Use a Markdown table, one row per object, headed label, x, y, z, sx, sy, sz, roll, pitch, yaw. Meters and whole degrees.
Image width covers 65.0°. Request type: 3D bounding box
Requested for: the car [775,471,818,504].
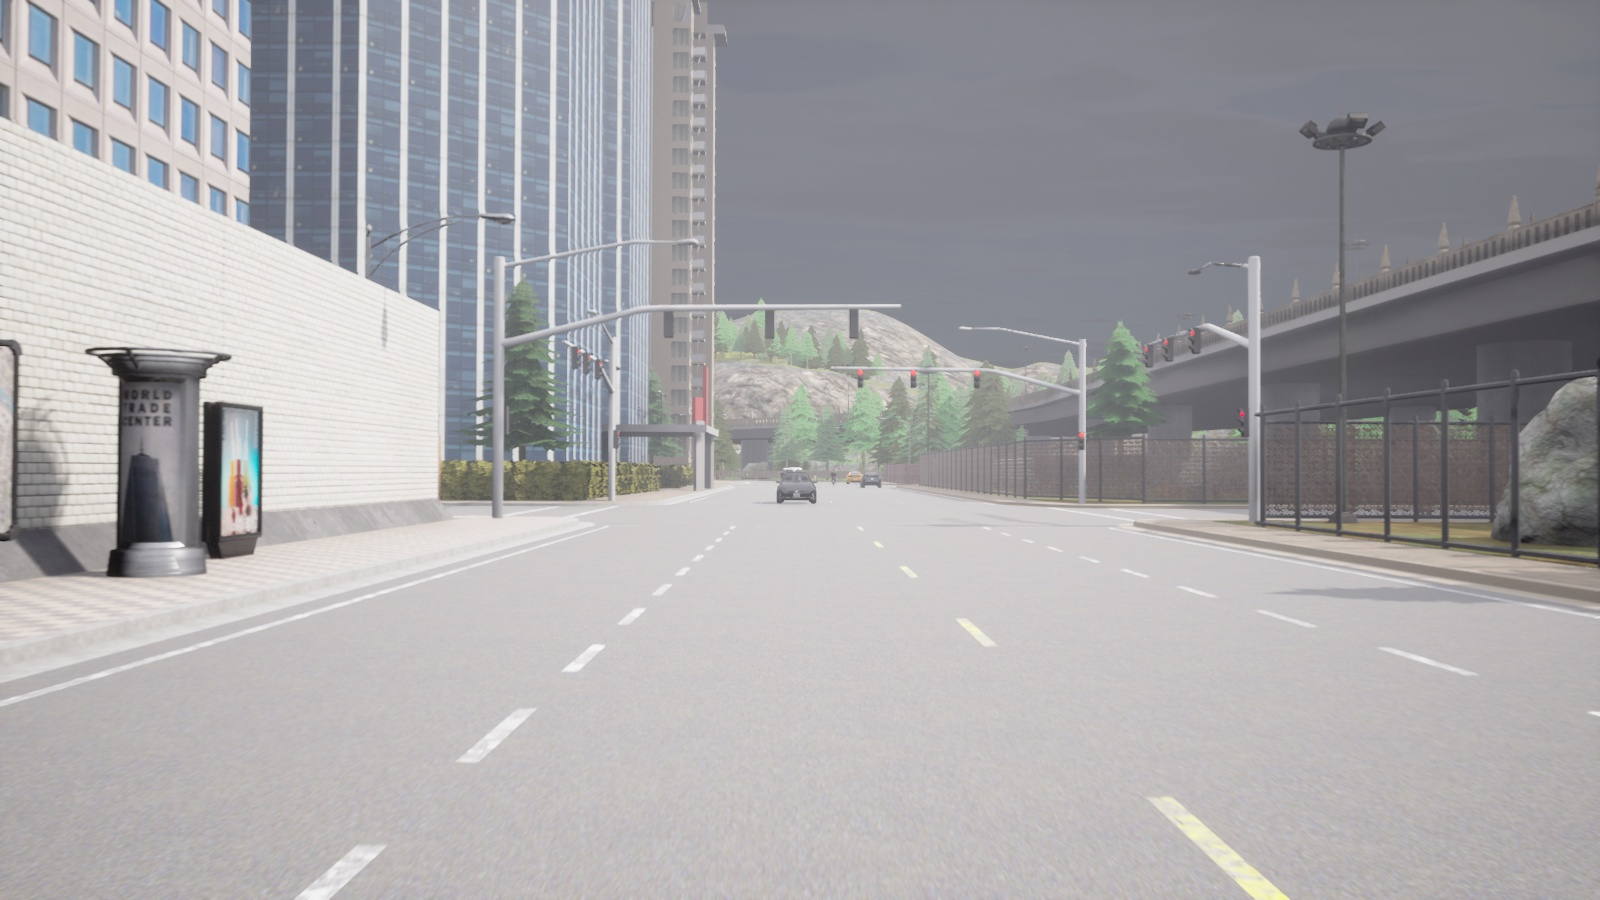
| label | x | y | z | sx | sy | sz | roll | pitch | yaw |
| --- | --- | --- | --- | --- | --- | --- | --- | --- | --- |
| car | -0.150 | 1.788 | 60.983 | 2.007 | 1.525 | 4.514 | 0 | -1 | 0 |
